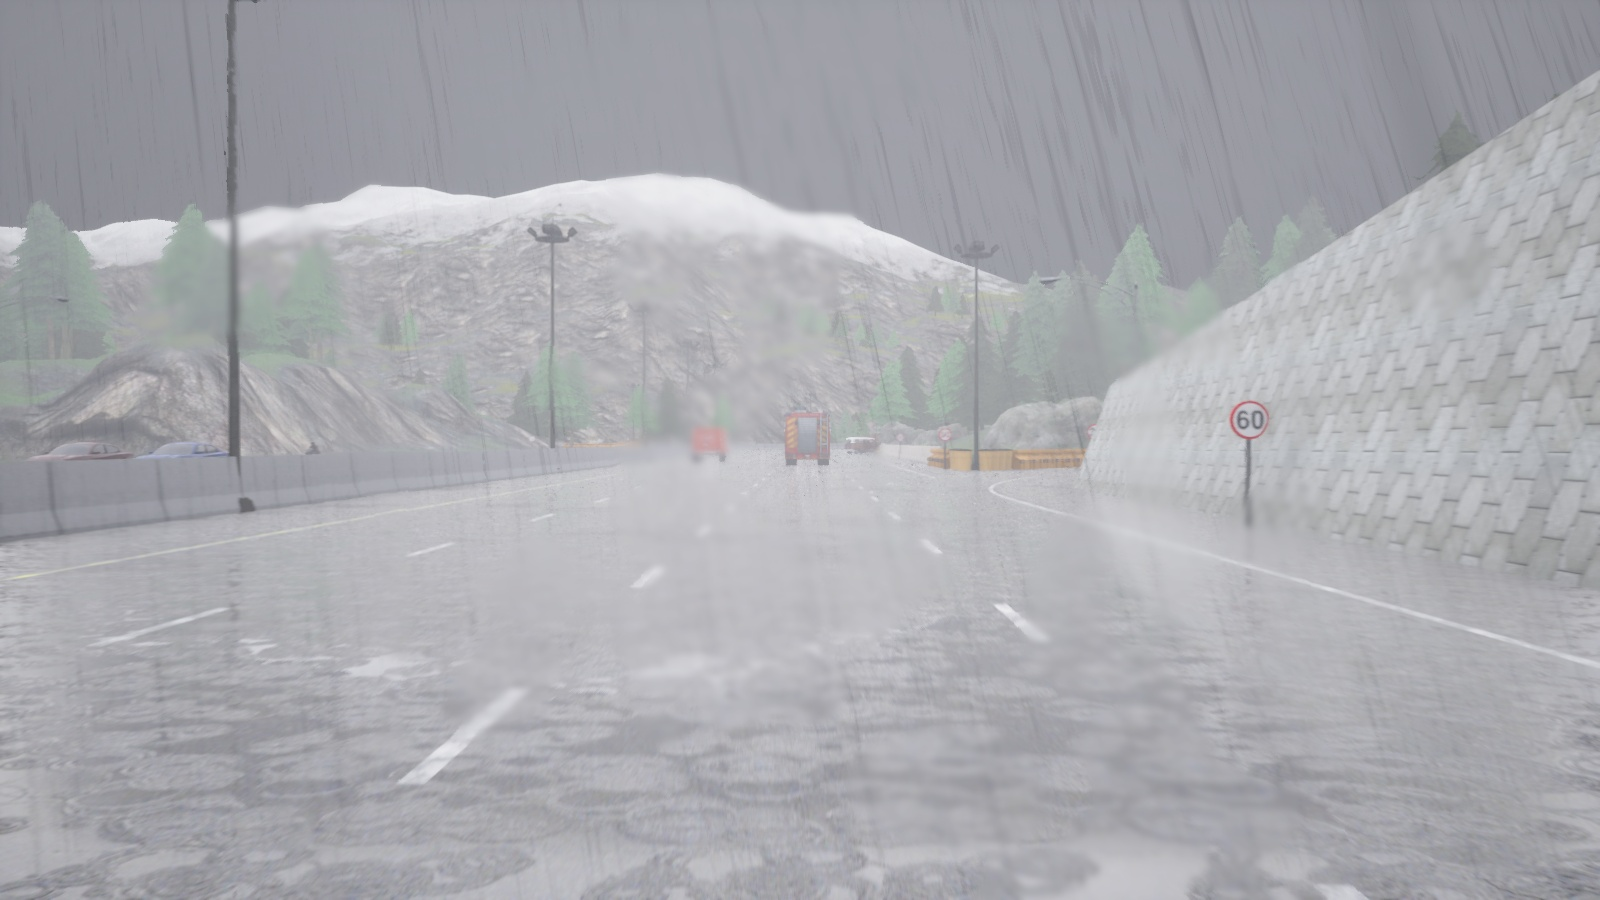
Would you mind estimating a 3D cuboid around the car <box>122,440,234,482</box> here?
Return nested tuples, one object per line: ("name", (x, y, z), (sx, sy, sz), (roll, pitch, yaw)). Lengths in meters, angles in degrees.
("car", (-24.207, 0.386, 49.075), (1.882, 1.535, 5.008), (0, 0, 0))

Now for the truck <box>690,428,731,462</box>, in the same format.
("truck", (-6.466, -0.346, 91.445), (2.627, 2.467, 5.204), (0, 0, 0))

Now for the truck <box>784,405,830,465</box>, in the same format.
("truck", (0.490, -0.960, 83.517), (2.891, 3.827, 8.468), (0, 0, 0))

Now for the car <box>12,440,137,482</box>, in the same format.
("car", (-27.712, 0.389, 48.209), (1.882, 1.535, 5.008), (0, 0, 0))
